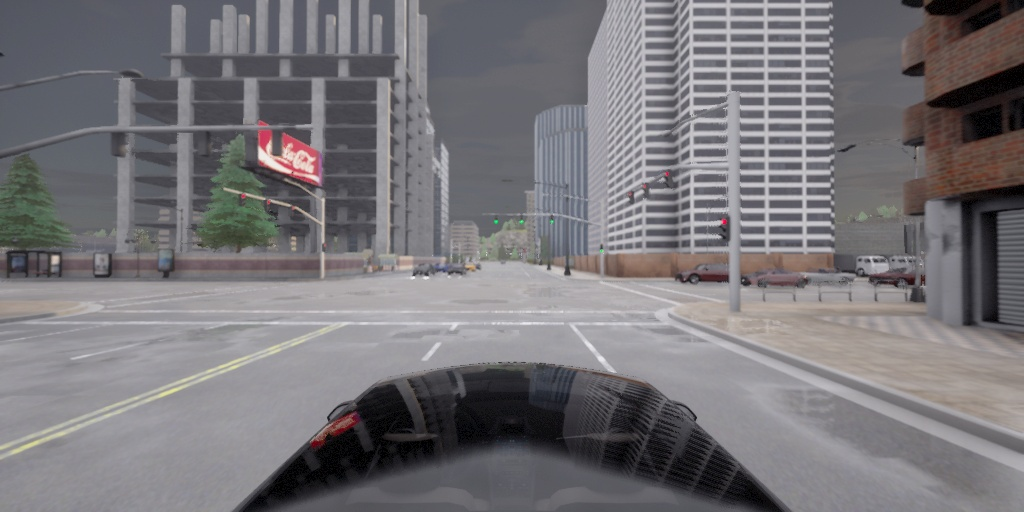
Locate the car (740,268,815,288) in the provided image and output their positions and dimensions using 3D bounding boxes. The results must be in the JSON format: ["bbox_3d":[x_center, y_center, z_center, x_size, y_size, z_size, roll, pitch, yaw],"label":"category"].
[{"bbox_3d":[18.470,1.550,25.568,4.181,1.385,1.994,0,-1,0],"label":"car"}]

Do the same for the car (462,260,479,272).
[{"bbox_3d":[-6.779,1.744,55.901,1.882,1.535,5.008,0,-1,1],"label":"car"}]

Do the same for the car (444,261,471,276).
[{"bbox_3d":[-6.854,1.715,45.590,2.033,1.411,5.357,0,-1,0],"label":"car"}]

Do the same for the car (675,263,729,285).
[{"bbox_3d":[15.702,1.371,29.071,4.553,1.767,2.097,0,-1,0],"label":"car"}]

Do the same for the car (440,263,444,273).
[{"bbox_3d":[-10.308,1.707,52.161,1.882,1.535,5.008,0,-1,0],"label":"car"}]

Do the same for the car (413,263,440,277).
[{"bbox_3d":[-10.369,1.643,42.665,1.837,1.490,4.892,0,-1,0],"label":"car"}]

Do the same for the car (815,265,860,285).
[{"bbox_3d":[24.696,1.623,29.060,4.718,1.301,1.895,0,-1,0],"label":"car"}]

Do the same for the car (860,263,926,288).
[{"bbox_3d":[28.356,1.468,25.550,5.008,1.535,1.882,0,-1,0],"label":"car"}]
